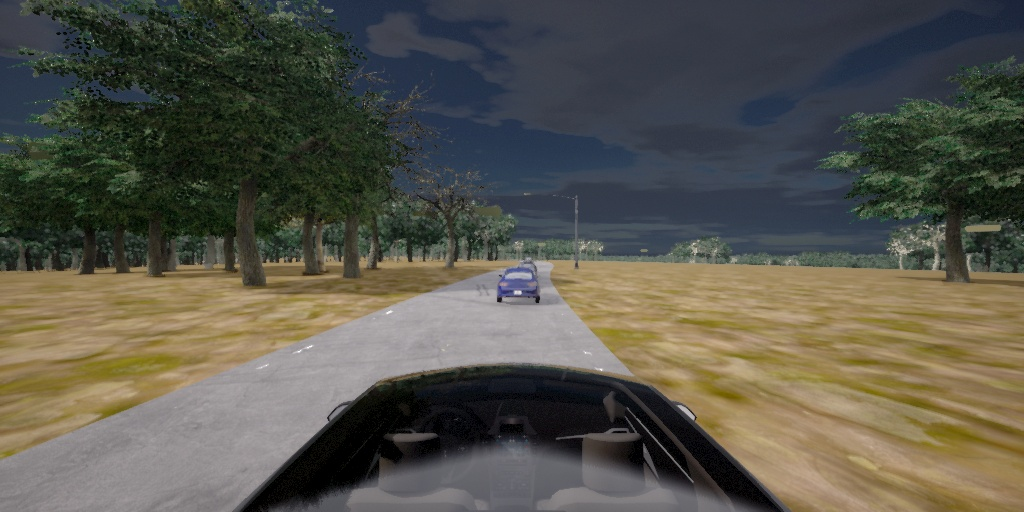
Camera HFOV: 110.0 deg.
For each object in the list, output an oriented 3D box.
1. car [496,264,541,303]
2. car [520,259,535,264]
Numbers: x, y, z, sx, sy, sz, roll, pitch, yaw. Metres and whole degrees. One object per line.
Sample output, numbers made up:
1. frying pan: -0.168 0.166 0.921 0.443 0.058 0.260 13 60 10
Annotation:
1. car: 0.330 1.262 16.392 1.812 1.442 4.674 0 0 3
2. car: 1.322 1.235 31.290 2.033 1.411 5.357 0 0 5
